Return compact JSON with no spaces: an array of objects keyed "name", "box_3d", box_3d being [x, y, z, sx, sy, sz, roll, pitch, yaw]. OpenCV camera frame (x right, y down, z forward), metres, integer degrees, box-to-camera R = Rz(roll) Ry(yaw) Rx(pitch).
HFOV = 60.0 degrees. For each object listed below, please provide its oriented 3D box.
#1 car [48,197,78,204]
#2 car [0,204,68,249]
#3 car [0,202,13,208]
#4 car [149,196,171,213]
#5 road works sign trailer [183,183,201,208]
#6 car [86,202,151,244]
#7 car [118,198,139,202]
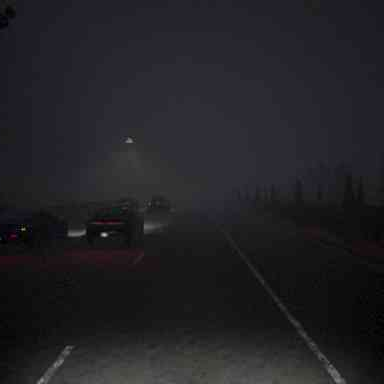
[{"name":"car","box_3d":[-14.101,1.342,36.456,1.882,1.535,5.008,0,0,0]},{"name":"car","box_3d":[-6.903,1.472,14.157,1.812,1.442,4.674,0,0,0]},{"name":"car","box_3d":[-17.604,1.492,28.867,1.895,1.301,4.718,0,0,0]},{"name":"car","box_3d":[-3.406,1.221,35.370,2.097,1.767,4.553,0,0,0]},{"name":"road works sign trailer","box_3d":[0.051,0.480,46.341,2.380,3.560,2.880,0,-2,3]},{"name":"car","box_3d":[-3.403,1.434,15.334,2.128,1.511,4.902,0,0,0]},{"name":"car","box_3d":[-6.906,1.373,35.687,1.837,1.490,4.892,0,0,0]}]
